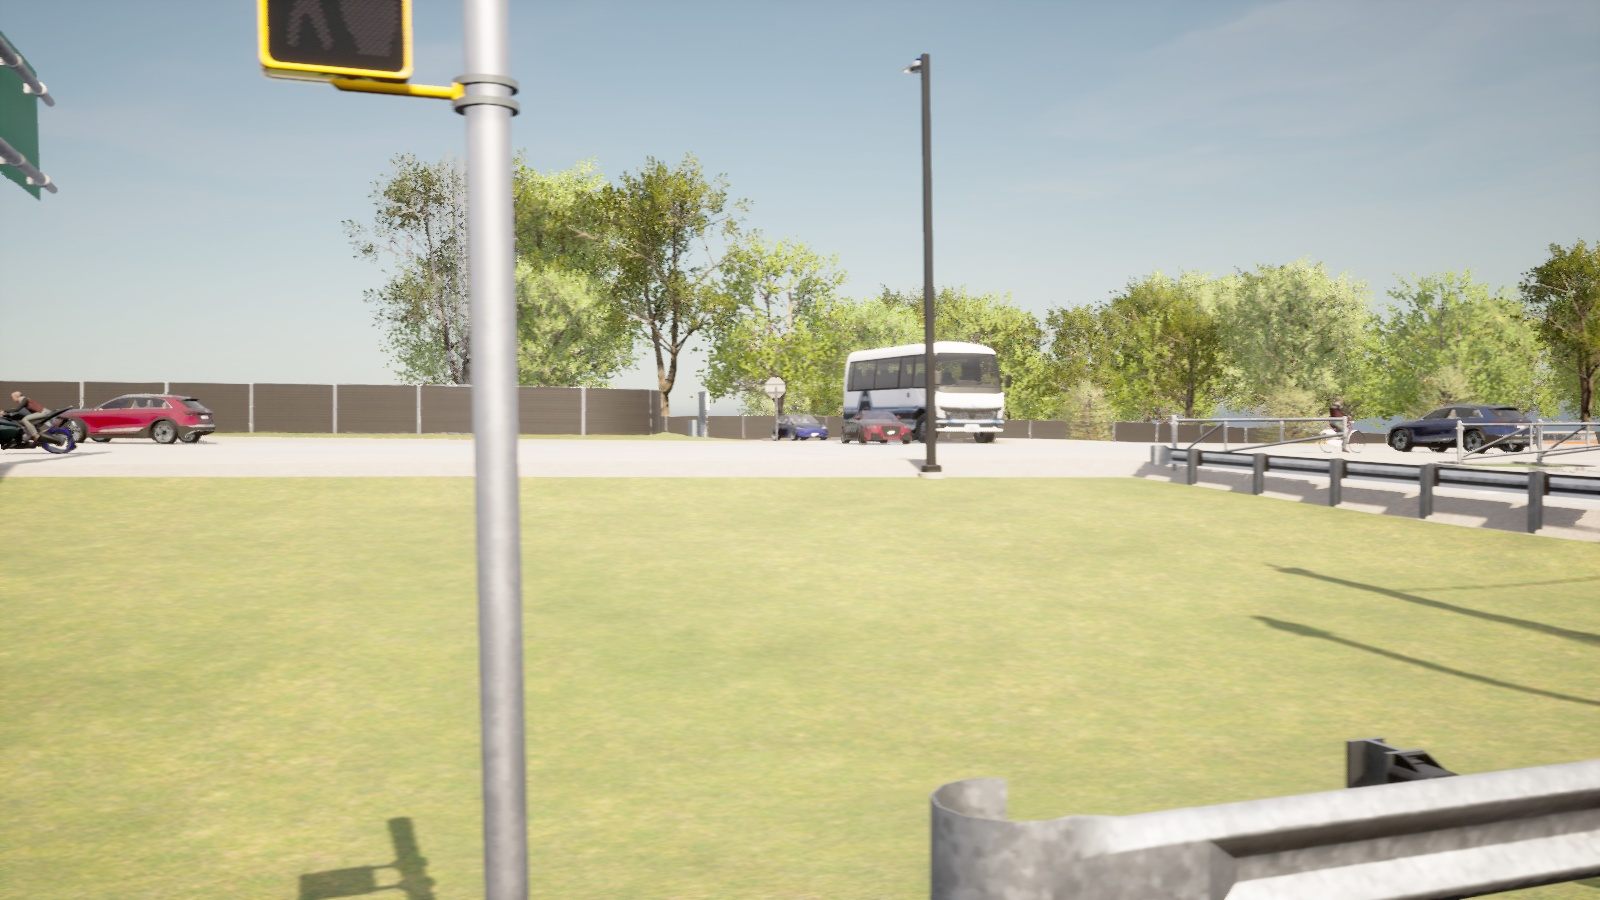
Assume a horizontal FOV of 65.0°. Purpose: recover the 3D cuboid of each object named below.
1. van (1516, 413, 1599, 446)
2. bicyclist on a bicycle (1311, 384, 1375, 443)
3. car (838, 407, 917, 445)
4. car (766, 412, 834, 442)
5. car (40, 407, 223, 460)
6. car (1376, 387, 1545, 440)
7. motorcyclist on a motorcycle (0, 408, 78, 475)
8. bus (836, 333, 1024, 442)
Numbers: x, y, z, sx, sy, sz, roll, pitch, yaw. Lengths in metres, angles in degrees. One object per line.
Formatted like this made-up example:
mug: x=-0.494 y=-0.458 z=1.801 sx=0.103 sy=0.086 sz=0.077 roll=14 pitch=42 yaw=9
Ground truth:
van: x=48.975 y=-1.315 z=81.141 sx=4.442 sy=1.987 sz=1.775 roll=-2 pitch=1 yaw=-1
bicyclist on a bicycle: x=16.808 y=-1.133 z=38.887 sx=1.843 sy=1.776 sz=0.659 roll=-1 pitch=1 yaw=-20
car: x=3.029 y=-0.967 z=50.178 sx=1.994 sy=1.385 sz=4.181 roll=-2 pitch=2 yaw=-14
car: x=-0.053 y=-1.231 z=69.038 sx=2.163 sy=1.488 sz=4.792 roll=-2 pitch=0 yaw=-21
car: x=-21.794 y=-0.548 z=41.094 sx=4.856 sy=1.649 sz=2.033 roll=-1 pitch=1 yaw=-1
car: x=22.006 y=-1.183 z=42.060 sx=2.033 sy=1.649 sz=4.856 roll=-1 pitch=1 yaw=-21
motorcyclist on a motorcycle: x=-18.463 y=-0.207 z=29.739 sx=2.191 sy=1.530 sz=0.866 roll=-1 pitch=1 yaw=-20
bus: x=5.334 y=-2.563 z=54.489 sx=3.944 sy=4.253 sz=10.273 roll=-1 pitch=1 yaw=-20
